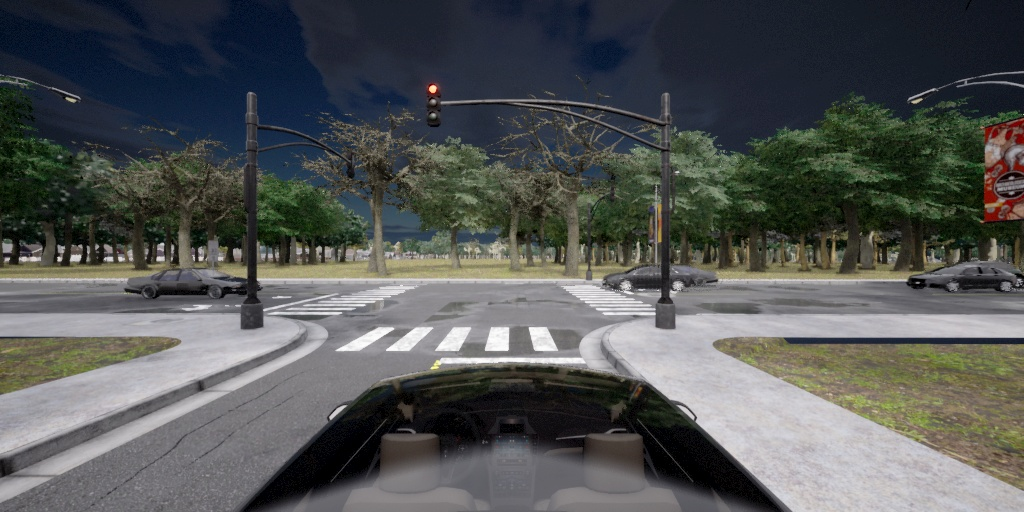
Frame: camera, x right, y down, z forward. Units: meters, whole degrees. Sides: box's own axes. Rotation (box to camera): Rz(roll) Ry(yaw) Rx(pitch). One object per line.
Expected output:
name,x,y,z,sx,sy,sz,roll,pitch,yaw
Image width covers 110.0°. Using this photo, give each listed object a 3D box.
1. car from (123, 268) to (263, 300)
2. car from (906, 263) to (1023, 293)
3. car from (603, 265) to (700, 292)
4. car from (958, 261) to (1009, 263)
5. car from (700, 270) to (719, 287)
car,-15.099,1.281,17.111,5.357,1.411,2.033,0,0,0
car,25.736,1.288,20.598,4.892,1.490,1.837,0,0,0
car,7.720,1.262,20.583,4.892,1.490,1.837,0,0,0
car,30.640,1.140,23.847,4.553,1.767,2.097,0,0,0
car,10.713,1.305,23.836,5.357,1.411,2.033,0,0,0
